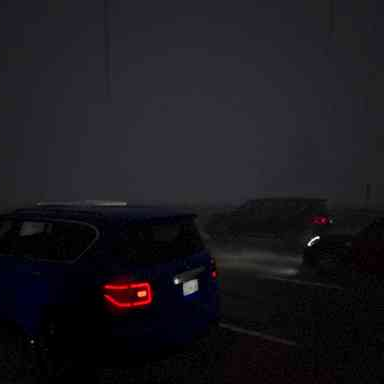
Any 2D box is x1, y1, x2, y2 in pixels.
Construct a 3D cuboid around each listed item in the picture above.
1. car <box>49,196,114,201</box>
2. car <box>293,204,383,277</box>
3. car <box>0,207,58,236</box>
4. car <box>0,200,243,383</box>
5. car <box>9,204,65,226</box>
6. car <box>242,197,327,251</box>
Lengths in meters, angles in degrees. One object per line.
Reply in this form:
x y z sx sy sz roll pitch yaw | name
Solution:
-4.339 1.293 11.390 5.566 2.045 2.150 0 0 36 | car
5.354 1.356 8.774 4.553 1.767 2.097 0 0 35 | car
-10.613 1.691 20.168 5.357 1.411 2.033 0 0 36 | car
-2.197 1.256 5.561 5.566 2.045 2.150 0 0 36 | car
-11.895 1.699 25.384 4.674 1.442 1.812 0 0 36 | car
3.256 1.262 14.556 5.566 2.045 2.150 0 0 35 | car
